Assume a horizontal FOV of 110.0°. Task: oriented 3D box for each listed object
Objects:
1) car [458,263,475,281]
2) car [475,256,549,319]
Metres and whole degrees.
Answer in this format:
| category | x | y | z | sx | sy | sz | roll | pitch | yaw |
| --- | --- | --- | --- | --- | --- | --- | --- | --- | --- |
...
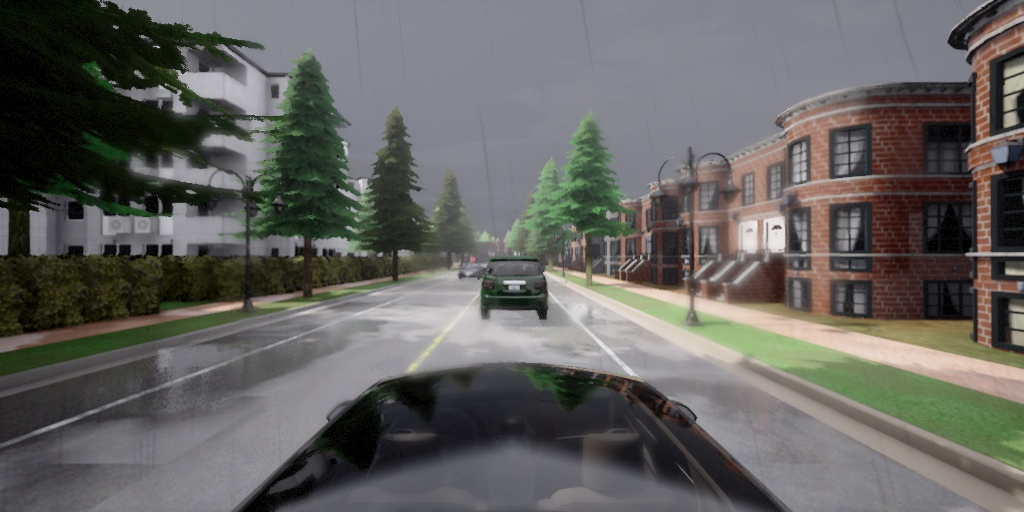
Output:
| category | x | y | z | sx | sy | sz | roll | pitch | yaw |
| --- | --- | --- | --- | --- | --- | --- | --- | --- | --- |
| car | -3.603 | 1.356 | 32.054 | 2.128 | 1.511 | 4.902 | 0 | 0 | 0 |
| car | 0.084 | 1.016 | 13.136 | 2.150 | 2.045 | 5.566 | 0 | 0 | 0 |
